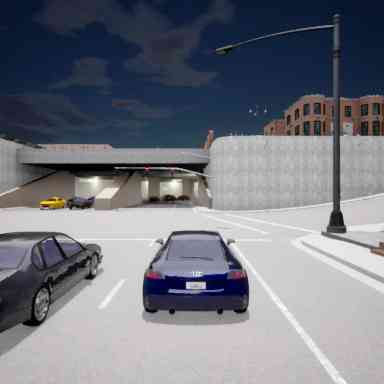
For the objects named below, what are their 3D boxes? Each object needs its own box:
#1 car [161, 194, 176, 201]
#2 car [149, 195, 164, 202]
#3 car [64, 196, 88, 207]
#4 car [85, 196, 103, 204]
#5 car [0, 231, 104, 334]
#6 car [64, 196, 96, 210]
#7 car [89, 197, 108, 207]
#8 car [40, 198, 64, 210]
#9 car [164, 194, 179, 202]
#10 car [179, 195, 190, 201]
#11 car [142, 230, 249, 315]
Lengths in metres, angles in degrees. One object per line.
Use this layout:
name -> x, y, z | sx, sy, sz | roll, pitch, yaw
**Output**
car -> -5.951, 1.355, 84.943 | 2.097, 1.767, 4.553 | 0, 0, 24
car -> -8.315, 1.540, 74.477 | 2.033, 1.411, 5.357 | 0, 0, 6
car -> -18.531, 1.491, 53.369 | 2.128, 1.511, 4.902 | 0, 0, -1
car -> -18.737, 1.491, 63.635 | 2.128, 1.511, 4.902 | 0, 0, -1
car -> -3.426, 1.547, 6.977 | 2.033, 1.411, 5.357 | 0, 0, 0
car -> -14.809, 1.547, 44.306 | 2.033, 1.411, 5.357 | 0, 0, -1
car -> -15.039, 1.525, 53.757 | 1.812, 1.442, 4.674 | 0, 0, -1
car -> -18.297, 1.477, 43.904 | 1.882, 1.535, 5.008 | 0, 0, -1
car -> -4.772, 1.355, 75.186 | 2.097, 1.767, 4.553 | 0, 0, 6
car -> -2.145, 1.524, 84.982 | 1.812, 1.442, 4.674 | 0, 0, 28
car -> 0.075, 1.564, 7.676 | 1.994, 1.385, 4.181 | 0, 0, 0
